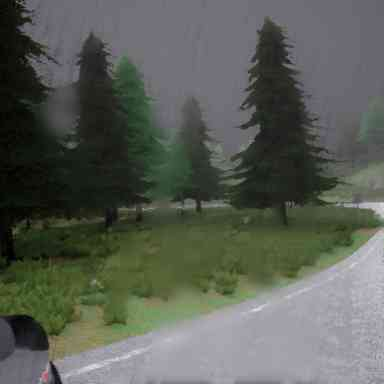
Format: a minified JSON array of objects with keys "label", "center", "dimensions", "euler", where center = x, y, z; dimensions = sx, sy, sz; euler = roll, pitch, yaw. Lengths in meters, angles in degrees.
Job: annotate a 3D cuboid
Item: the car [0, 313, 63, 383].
[{"label":"car","center":[-3.184,1.536,1.515],"dimensions":[4.902,1.511,2.128],"euler":[0,-1,-35]}]
